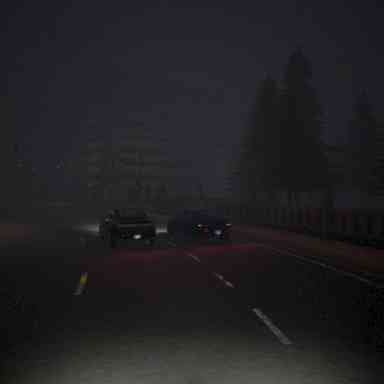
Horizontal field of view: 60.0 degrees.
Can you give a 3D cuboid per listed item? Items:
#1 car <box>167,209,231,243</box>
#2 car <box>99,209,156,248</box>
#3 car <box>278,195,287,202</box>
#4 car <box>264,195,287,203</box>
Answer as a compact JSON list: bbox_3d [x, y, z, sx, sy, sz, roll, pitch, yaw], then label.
[{"bbox_3d":[0.249,1.532,16.259,1.812,1.442,4.674,0,0,-22],"label":"car"},{"bbox_3d":[-2.992,1.494,14.939,2.128,1.511,4.902,0,0,-22],"label":"car"},{"bbox_3d":[19.793,1.358,68.029,4.553,1.767,2.097,0,0,-34],"label":"car"},{"bbox_3d":[17.806,1.503,70.911,4.892,1.490,1.837,0,0,-34],"label":"car"}]
